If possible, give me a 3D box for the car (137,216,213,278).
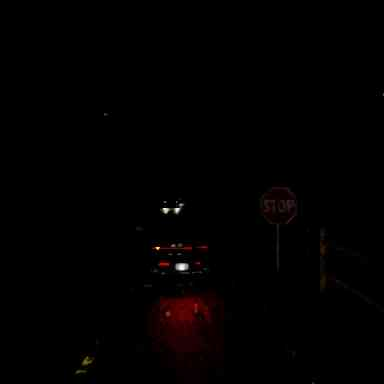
[{"bbox_3d":[-0.648,1.488,10.205,1.837,1.490,4.892,0,1,-10],"label":"car"}]

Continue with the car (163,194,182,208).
[{"bbox_3d":[-2.825,1.300,46.636,2.097,1.767,4.553,0,0,0],"label":"car"}]
